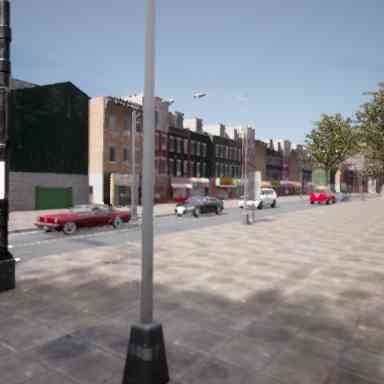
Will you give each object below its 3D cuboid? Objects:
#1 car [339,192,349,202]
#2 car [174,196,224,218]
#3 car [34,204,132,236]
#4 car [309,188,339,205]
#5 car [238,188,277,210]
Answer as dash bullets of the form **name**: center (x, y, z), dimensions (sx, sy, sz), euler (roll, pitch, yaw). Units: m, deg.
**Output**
- **car**: center (22.778, 0.770, 51.180), dimensions (2.033, 1.411, 5.357), euler (1, 1, 36)
- **car**: center (0.608, 1.058, 25.232), dimensions (2.128, 1.511, 4.902), euler (1, 1, 36)
- **car**: center (-5.371, 1.305, 16.877), dimensions (1.895, 1.301, 4.718), euler (1, 2, 35)
- **car**: center (16.795, 0.557, 42.799), dimensions (2.150, 2.045, 5.566), euler (1, 1, 35)
- **car**: center (6.765, 0.656, 33.830), dimensions (2.150, 2.045, 5.566), euler (1, 1, 36)
